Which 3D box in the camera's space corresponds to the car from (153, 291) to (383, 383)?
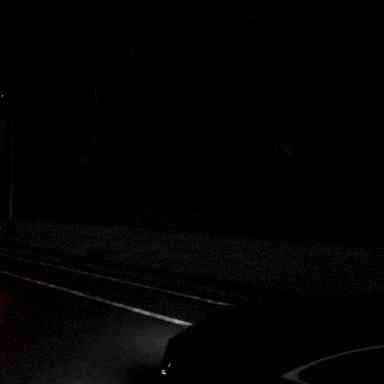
[{"bbox_3d":[1.902,1.505,2.333,4.892,1.490,1.837,0,0,35],"label":"car"}]
